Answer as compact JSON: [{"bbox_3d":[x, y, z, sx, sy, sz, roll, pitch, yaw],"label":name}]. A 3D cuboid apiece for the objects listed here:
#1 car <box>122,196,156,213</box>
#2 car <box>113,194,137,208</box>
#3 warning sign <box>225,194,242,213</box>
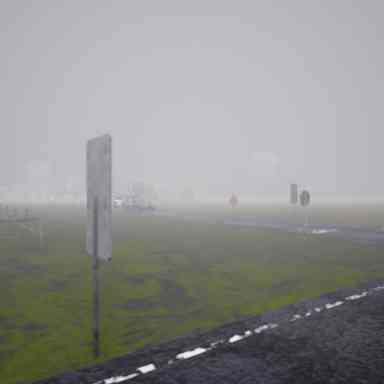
[{"bbox_3d":[-6.069,1.608,39.148,1.837,1.490,4.892,0,0,-35],"label":"car"},{"bbox_3d":[-9.837,1.356,49.551,2.150,2.045,5.566,0,0,-35],"label":"car"},{"bbox_3d":[4.192,1.186,33.737,1.300,1.860,1.060,0,0,-35],"label":"warning sign"}]
